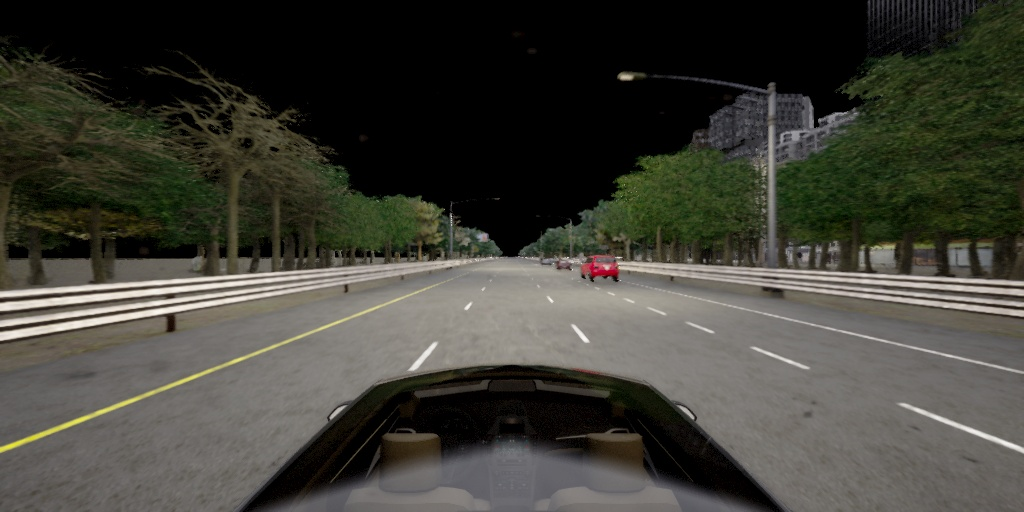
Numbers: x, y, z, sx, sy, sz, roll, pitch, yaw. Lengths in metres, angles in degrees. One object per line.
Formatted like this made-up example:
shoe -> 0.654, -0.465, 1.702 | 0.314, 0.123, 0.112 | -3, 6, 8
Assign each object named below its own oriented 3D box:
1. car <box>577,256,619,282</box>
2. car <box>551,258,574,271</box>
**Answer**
car -> 7.023, 0.983, 29.160 | 2.150, 2.045, 5.566 | 0, 0, 0
car -> 7.044, 1.286, 50.199 | 1.812, 1.442, 4.674 | 0, 0, 0
